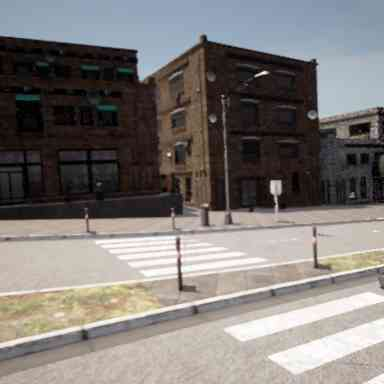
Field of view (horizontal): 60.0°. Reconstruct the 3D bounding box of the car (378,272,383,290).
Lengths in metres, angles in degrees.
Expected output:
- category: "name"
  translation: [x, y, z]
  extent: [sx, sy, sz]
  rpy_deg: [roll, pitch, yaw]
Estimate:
- category: "car"
  translation: [6.337, 1.574, 7.353]
  extent: [5.357, 1.411, 2.033]
  rpy_deg: [0, 0, -32]
